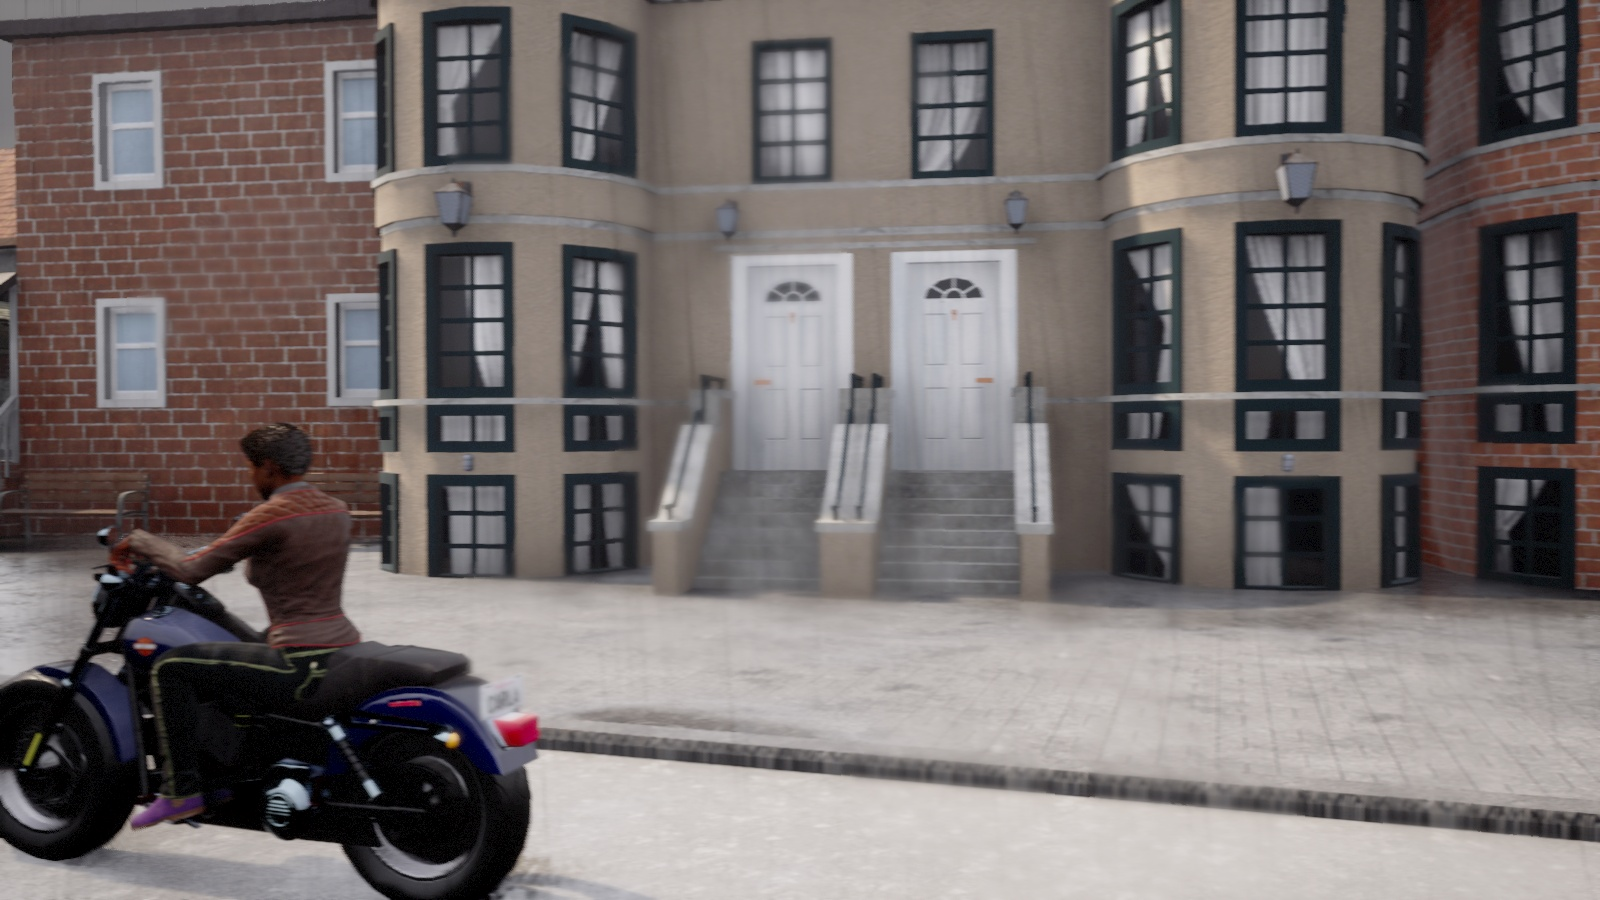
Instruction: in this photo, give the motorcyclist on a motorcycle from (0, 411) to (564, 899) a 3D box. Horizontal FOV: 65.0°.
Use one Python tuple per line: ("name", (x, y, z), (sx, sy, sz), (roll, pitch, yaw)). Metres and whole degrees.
("motorcyclist on a motorcycle", (-2.065, 0.698, 4.416), (2.350, 1.649, 0.766), (0, 1, 19))
